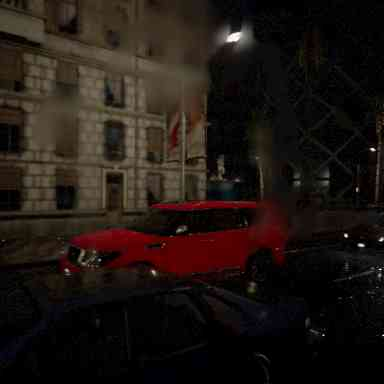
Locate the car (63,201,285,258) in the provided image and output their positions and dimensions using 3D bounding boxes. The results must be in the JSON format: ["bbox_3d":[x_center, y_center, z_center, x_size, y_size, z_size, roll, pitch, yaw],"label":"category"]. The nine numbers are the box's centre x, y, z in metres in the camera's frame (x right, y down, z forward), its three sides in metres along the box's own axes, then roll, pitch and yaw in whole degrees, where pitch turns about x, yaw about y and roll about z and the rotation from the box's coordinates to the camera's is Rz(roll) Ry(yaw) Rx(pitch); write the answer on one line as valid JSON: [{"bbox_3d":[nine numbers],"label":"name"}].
[{"bbox_3d":[-0.163,1.255,8.077,5.566,2.045,2.150,1,0,-35],"label":"car"}]

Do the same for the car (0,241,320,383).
[{"bbox_3d":[-1.024,1.553,3.211,5.357,1.411,2.033,1,0,-35],"label":"car"}]

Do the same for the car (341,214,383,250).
[{"bbox_3d":[8.629,1.663,14.210,5.357,1.411,2.033,1,0,-35],"label":"car"}]
